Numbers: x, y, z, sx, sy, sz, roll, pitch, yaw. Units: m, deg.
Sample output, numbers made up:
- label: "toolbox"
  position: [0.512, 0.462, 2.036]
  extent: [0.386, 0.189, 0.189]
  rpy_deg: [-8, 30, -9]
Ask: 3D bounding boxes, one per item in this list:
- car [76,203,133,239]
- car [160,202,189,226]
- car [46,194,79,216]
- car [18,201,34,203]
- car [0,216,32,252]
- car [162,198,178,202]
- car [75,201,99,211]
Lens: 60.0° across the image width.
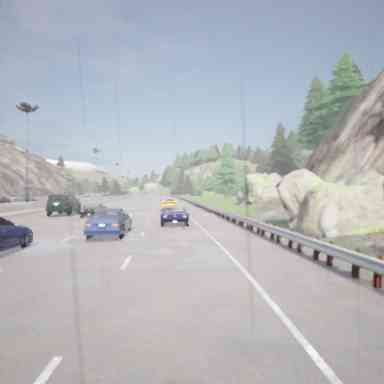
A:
- label: "car"
  position: [-4.294, 1.558, 17.592]
  extent: [2.033, 1.411, 5.357]
  rpy_deg: [0, 0, -5]
- label: "car"
  position: [-1.268, 1.605, 23.508]
  extent: [1.895, 1.301, 4.718]
  rpy_deg: [0, 0, -5]
- label: "car"
  position: [-12.584, 1.252, 32.913]
  extent: [2.150, 2.045, 5.566]
  rpy_deg: [0, 0, -5]
- label: "car"
  position: [-24.747, 1.622, 50.403]
  extent: [1.994, 1.385, 4.181]
  rpy_deg: [0, 0, -4]
- label: "car"
  position: [-7.414, 1.543, 11.854]
  extent: [1.812, 1.442, 4.674]
  rpy_deg: [0, 0, -3]
- label: "car"
  position: [-2.773, 1.487, 41.601]
  extent: [1.882, 1.535, 5.008]
  rpy_deg: [0, 0, -5]
- label: "car"
  position: [-8.867, 1.623, 30.459]
  extent: [1.895, 1.301, 4.718]
  rpy_deg: [0, 0, -5]
